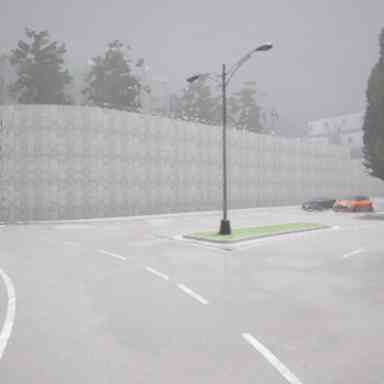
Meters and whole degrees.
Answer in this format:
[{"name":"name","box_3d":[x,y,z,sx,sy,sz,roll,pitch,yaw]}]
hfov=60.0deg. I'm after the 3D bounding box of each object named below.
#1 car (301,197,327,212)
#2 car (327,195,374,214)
[{"name":"car","box_3d":[13.441,1.240,34.812,4.902,1.511,2.128,-1,0,-37]},{"name":"car","box_3d":[15.473,1.092,31.959,4.553,1.767,2.097,-1,0,-37]}]
